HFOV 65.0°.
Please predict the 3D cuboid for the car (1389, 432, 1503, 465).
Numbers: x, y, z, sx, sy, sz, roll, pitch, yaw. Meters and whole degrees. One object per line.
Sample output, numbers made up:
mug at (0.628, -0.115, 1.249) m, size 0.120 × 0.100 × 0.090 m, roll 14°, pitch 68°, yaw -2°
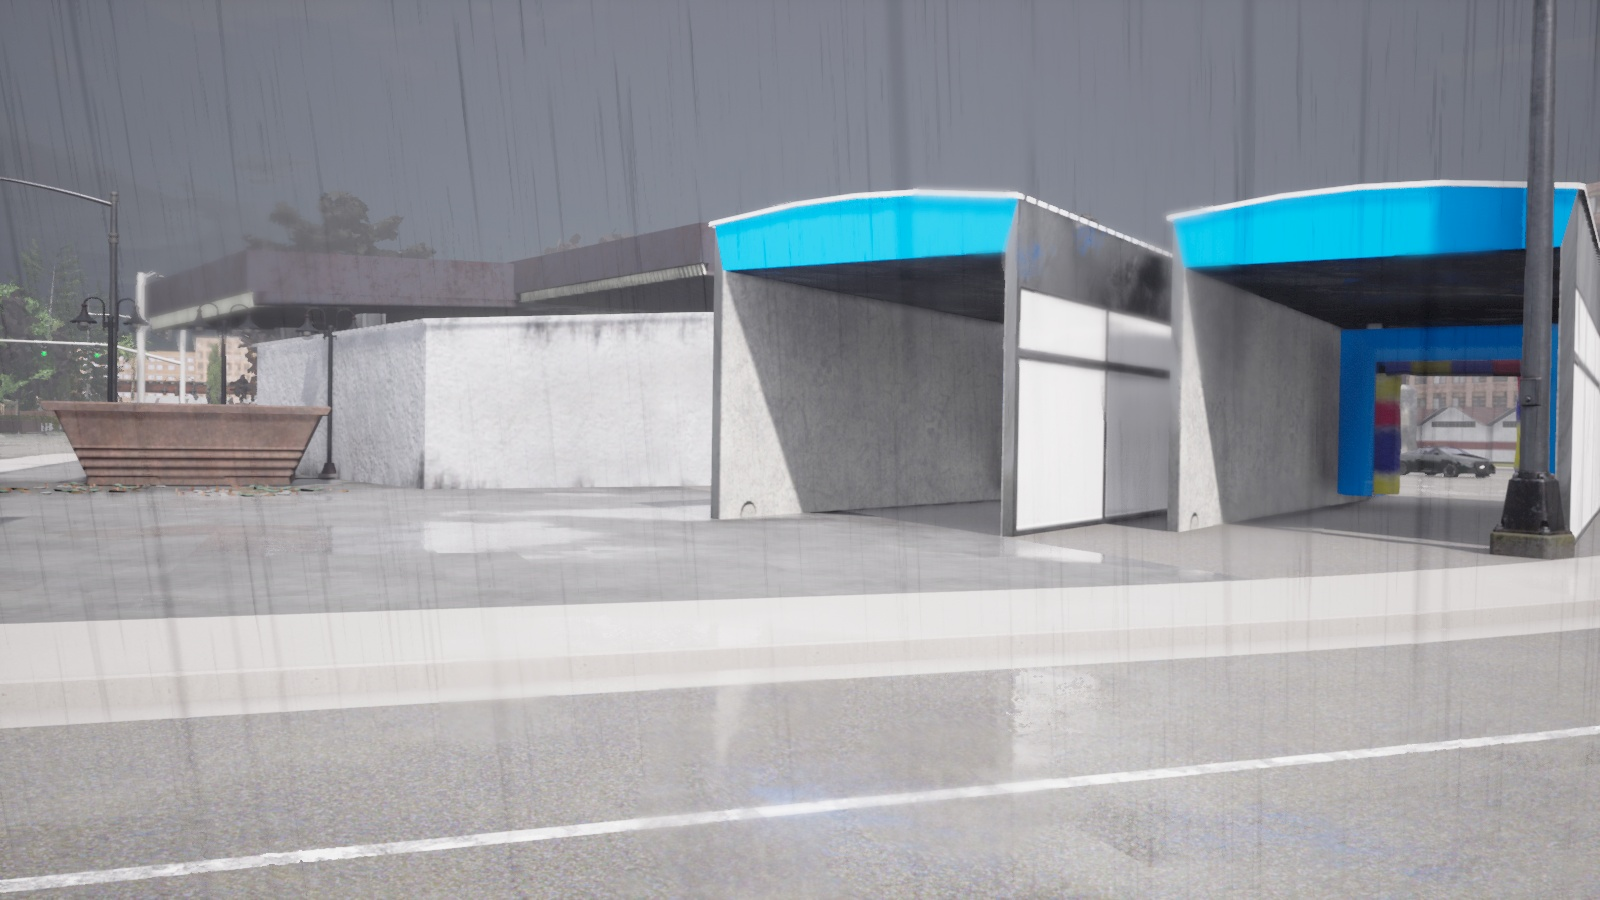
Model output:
car at (28.266, -0.107, 55.051) m, size 1.994 × 1.385 × 4.181 m, roll -1°, pitch 1°, yaw -21°
